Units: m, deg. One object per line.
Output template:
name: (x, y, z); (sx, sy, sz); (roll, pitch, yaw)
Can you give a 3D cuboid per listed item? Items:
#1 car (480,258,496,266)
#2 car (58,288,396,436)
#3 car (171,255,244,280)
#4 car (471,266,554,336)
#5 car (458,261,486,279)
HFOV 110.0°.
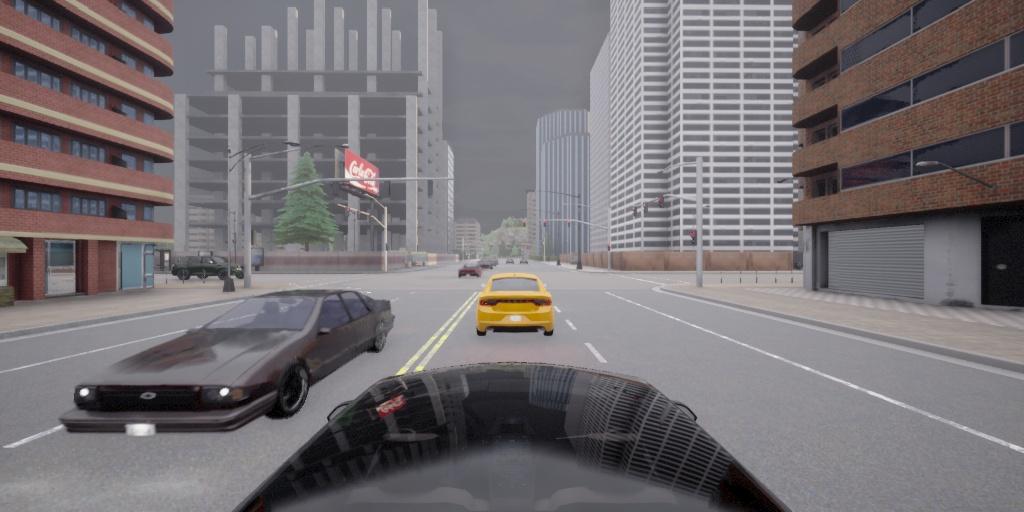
car: (-3.874, 1.102, 52.699); (2.097, 1.767, 4.553); (0, 0, 0)
car: (-3.618, 1.297, 6.140); (2.033, 1.411, 5.357); (0, 0, 0)
car: (-25.310, 0.972, 30.256); (5.566, 2.045, 2.150); (0, 0, -1)
car: (0.063, 1.228, 10.429); (1.882, 1.535, 5.008); (0, 0, 0)
car: (-3.768, 1.351, 32.863); (1.895, 1.301, 4.718); (0, 0, 0)
